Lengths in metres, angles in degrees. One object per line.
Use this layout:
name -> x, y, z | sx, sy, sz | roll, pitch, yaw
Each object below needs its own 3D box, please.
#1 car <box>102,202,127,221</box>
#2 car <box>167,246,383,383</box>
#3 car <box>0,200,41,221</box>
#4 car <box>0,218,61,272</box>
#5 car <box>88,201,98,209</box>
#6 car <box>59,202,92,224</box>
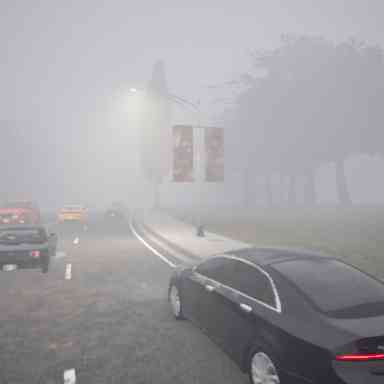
car -> -7.580, 1.978, 32.577 | 1.812, 1.442, 4.674 | 0, -1, -9
car -> 1.071, 1.600, 5.098 | 1.837, 1.490, 4.892 | 0, -1, -22
car -> -12.937, 1.598, 24.900 | 2.150, 2.045, 5.566 | 0, -1, -12
car -> -5.613, 1.777, 11.106 | 1.895, 1.301, 4.718 | 0, -1, -19
car -> -19.587, 2.456, 65.241 | 1.882, 1.535, 5.008 | 0, -1, -9
car -> -10.185, 1.896, 28.973 | 1.882, 1.535, 5.008 | 0, -1, -11
